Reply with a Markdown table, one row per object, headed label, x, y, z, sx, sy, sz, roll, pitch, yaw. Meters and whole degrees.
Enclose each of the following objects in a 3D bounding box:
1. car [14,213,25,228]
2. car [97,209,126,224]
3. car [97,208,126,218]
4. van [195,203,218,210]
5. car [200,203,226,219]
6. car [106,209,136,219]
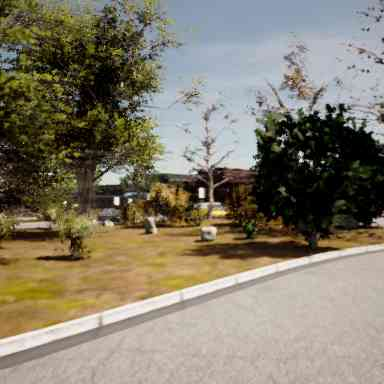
| label | x | y | z | sx | sy | sz | roll | pitch | yaw |
| --- | --- | --- | --- | --- | --- | --- | --- | --- | --- |
| car | -20.191 | 3.007 | 33.765 | 5.008 | 1.535 | 1.882 | 2 | -2 | -43 |
| car | -9.833 | 3.342 | 43.019 | 4.892 | 1.490 | 1.837 | 1 | -1 | -40 |
| car | -14.274 | 3.714 | 59.058 | 4.553 | 1.767 | 2.185 | 1 | -4 | -43 |
| van | 2.146 | 2.361 | 41.650 | 4.442 | 1.987 | 1.878 | 1 | -3 | -43 |
| car | 3.834 | 2.465 | 39.394 | 5.366 | 1.575 | 1.946 | 1 | -3 | -43 |
| car | -12.077 | 3.696 | 56.766 | 4.674 | 1.452 | 2.002 | 1 | -4 | -43 |
